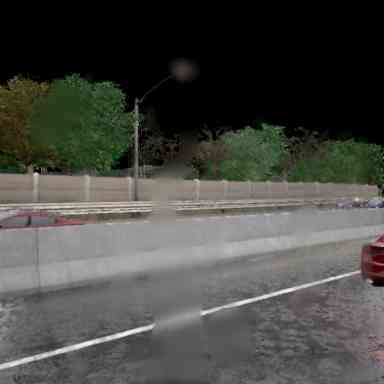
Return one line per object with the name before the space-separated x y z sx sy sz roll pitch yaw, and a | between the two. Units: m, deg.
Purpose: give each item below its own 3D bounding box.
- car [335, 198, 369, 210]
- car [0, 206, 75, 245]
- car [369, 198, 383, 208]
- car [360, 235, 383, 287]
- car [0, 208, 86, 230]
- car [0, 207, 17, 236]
car | 20.557 1.485 43.331 4.902 1.511 2.128 0 0 -38
car | -8.209 1.488 15.330 4.902 1.511 2.128 0 0 -35
car | 23.629 1.523 42.072 4.674 1.442 1.812 -1 1 -35
car | 6.082 1.475 8.068 5.008 1.535 1.882 0 0 -35
car | -6.447 1.475 12.288 5.008 1.535 1.882 0 0 -35
car | -11.575 1.560 17.227 4.181 1.385 1.994 0 0 -35
